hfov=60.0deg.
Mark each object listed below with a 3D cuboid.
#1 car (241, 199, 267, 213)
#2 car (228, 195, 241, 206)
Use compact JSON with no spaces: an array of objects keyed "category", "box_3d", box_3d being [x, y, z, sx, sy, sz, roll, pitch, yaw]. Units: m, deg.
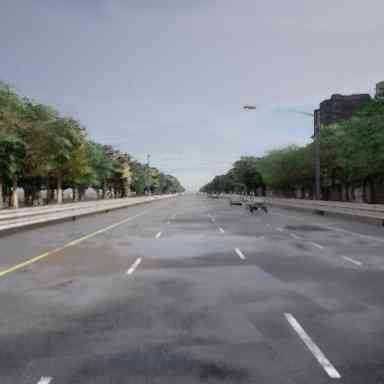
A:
[{"category":"car","box_3d":[6.998,1.514,36.724,1.837,1.490,4.892,0,0,0]},{"category":"car","box_3d":[7.005,1.572,54.376,2.033,1.411,5.357,0,0,0]}]
